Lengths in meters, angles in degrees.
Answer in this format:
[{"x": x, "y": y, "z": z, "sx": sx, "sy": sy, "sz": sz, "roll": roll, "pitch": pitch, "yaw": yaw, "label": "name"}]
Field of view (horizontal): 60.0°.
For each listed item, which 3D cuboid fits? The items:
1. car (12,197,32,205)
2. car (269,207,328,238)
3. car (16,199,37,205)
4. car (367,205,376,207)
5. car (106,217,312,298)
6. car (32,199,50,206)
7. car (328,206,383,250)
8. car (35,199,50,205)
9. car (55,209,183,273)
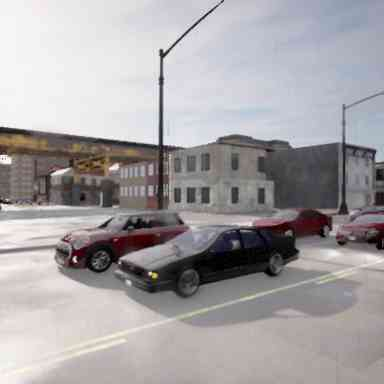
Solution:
[{"x": -38.787, "y": 2.467, "z": 77.820, "sx": 4.974, "sy": 1.542, "sz": 2.038, "roll": 0, "pitch": -1, "yaw": 23, "label": "car"}, {"x": 5.117, "y": 1.559, "z": 16.732, "sx": 5.008, "sy": 1.535, "sz": 1.882, "roll": 0, "pitch": 0, "yaw": -37, "label": "car"}, {"x": -38.834, "y": 2.310, "z": 77.842, "sx": 4.536, "sy": 1.218, "sz": 1.853, "roll": 0, "pitch": -1, "yaw": 23, "label": "car"}, {"x": 12.353, "y": 1.597, "z": 22.235, "sx": 4.181, "sy": 1.385, "sz": 1.994, "roll": 0, "pitch": 0, "yaw": -37, "label": "car"}, {"x": 0.710, "y": 1.613, "z": 8.965, "sx": 5.357, "sy": 1.411, "sz": 2.033, "roll": 0, "pitch": -1, "yaw": -38, "label": "car"}, {"x": -35.061, "y": 2.486, "z": 78.012, "sx": 2.038, "sy": 1.542, "sz": 4.974, "roll": 0, "pitch": -1, "yaw": -7, "label": "car"}, {"x": 8.244, "y": 1.571, "z": 14.710, "sx": 4.674, "sy": 1.442, "sz": 1.812, "roll": 0, "pitch": 0, "yaw": -37, "label": "car"}, {"x": -35.067, "y": 2.329, "z": 78.066, "sx": 1.853, "sy": 1.218, "sz": 4.536, "roll": 0, "pitch": -1, "yaw": -7, "label": "car"}, {"x": -2.117, "y": 1.451, "z": 11.207, "sx": 4.553, "sy": 1.767, "sz": 2.097, "roll": 0, "pitch": -1, "yaw": -37, "label": "car"}]
